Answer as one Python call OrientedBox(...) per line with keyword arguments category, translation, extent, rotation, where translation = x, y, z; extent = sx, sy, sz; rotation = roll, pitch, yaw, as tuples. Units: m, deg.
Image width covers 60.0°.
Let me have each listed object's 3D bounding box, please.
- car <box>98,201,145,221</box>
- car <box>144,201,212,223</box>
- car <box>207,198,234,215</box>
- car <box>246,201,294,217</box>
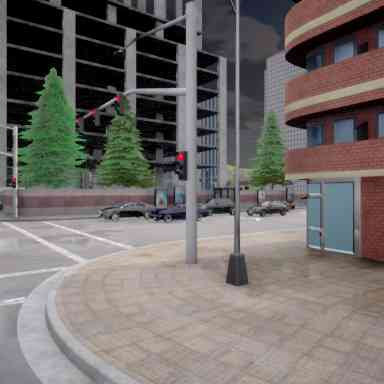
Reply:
OrientedBox(category="car", translation=(-5.285, 1.547, 27.596), extent=(4.902, 1.511, 2.128), rotation=(0, 0, -35))
OrientedBox(category="car", translation=(-1.023, 1.656, 26.323), extent=(4.718, 1.301, 1.895), rotation=(0, 0, -35))
OrientedBox(category="car", translation=(2.202, 1.407, 32.889), extent=(4.553, 1.767, 2.097), rotation=(0, 0, -35))
OrientedBox(category="car", translation=(7.360, 1.581, 32.243), extent=(4.674, 1.442, 1.812), rotation=(0, 0, -35))
